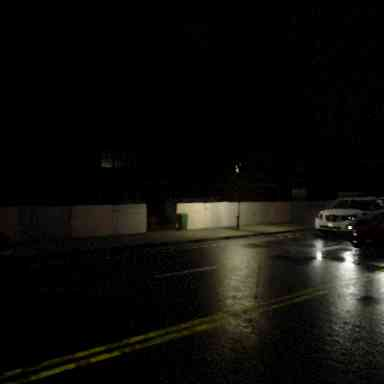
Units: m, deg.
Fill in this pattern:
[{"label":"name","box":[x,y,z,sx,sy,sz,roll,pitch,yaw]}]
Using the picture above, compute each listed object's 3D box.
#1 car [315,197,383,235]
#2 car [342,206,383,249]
[{"label":"car","box":[9.131,1.286,18.185,5.566,2.045,2.150,0,0,-35]},{"label":"car","box":[8.583,1.531,13.801,5.008,1.535,1.882,0,0,-35]}]
